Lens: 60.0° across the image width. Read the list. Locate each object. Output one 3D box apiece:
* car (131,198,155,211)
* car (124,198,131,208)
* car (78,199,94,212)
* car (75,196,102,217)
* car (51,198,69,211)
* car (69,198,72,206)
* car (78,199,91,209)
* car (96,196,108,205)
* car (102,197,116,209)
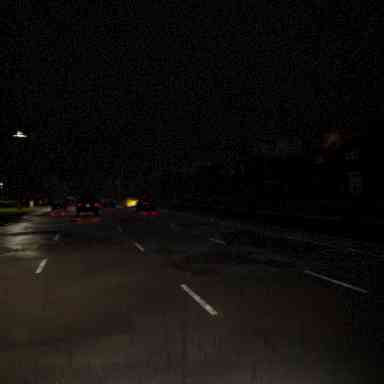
[{"bbox_3d":[-5.932,1.586,41.861,2.128,1.511,4.902,-1,0,-19],"label":"car"},{"bbox_3d":[-9.540,1.644,52.318,1.882,1.535,5.008,-1,0,-19],"label":"car"},{"bbox_3d":[-14.380,1.763,44.961,1.882,1.535,5.008,-1,0,-18],"label":"car"},{"bbox_3d":[-10.943,1.438,34.806,2.150,2.045,5.566,-1,0,-19],"label":"car"},{"bbox_3d":[-18.595,1.906,46.572,1.812,1.442,4.674,-1,0,-19],"label":"car"},{"bbox_3d":[-21.912,1.995,56.211,2.033,1.411,5.357,-1,0,-19],"label":"car"},{"bbox_3d":[-17.758,1.917,54.825,1.994,1.385,4.181,-1,0,-19],"label":"car"},{"bbox_3d":[-18.217,1.706,67.201,2.097,1.767,4.553,-1,0,-19],"label":"car"},{"bbox_3d":[-12.983,1.724,51.586,1.882,1.535,5.008,-1,0,-19],"label":"car"}]
